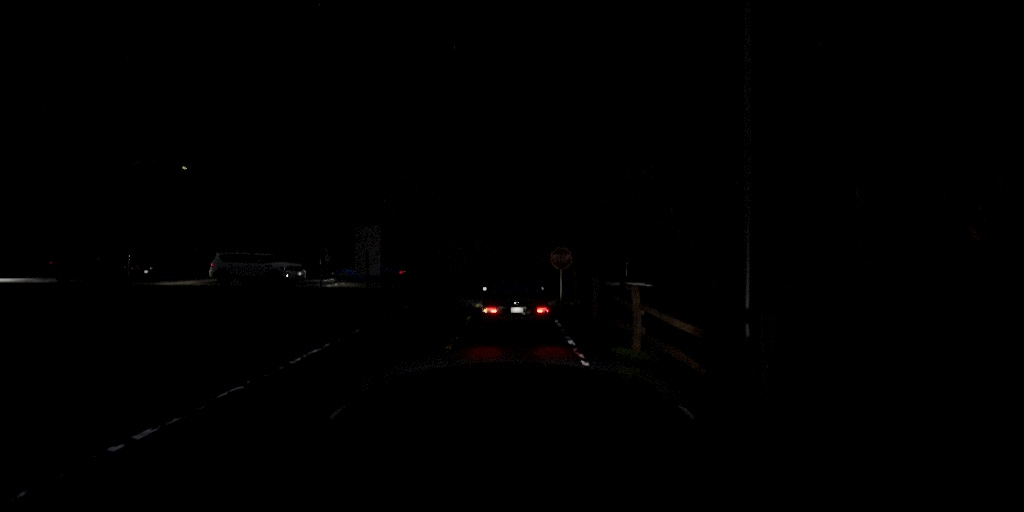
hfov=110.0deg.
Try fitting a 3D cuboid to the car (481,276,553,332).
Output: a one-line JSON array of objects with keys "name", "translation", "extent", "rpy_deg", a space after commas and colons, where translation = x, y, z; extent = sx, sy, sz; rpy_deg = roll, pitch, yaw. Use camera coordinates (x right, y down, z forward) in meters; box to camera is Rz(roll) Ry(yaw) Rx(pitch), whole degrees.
[{"name": "car", "translation": [0.065, 1.297, 10.808], "extent": [2.033, 1.411, 5.357], "rpy_deg": [0, 0, -1]}]

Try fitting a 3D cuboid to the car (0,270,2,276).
[{"name": "car", "translation": [-37.240, 0.872, 24.004], "extent": [4.181, 1.385, 1.994], "rpy_deg": [1, 0, 1]}]

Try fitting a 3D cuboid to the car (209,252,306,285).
[{"name": "car", "translation": [-16.805, 0.788, 23.789], "extent": [5.566, 2.045, 2.150], "rpy_deg": [1, 0, 1]}]

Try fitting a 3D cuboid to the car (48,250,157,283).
[{"name": "car", "translation": [-27.170, 0.658, 23.893], "extent": [5.566, 2.045, 2.150], "rpy_deg": [1, 0, -1]}]

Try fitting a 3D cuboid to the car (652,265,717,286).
[{"name": "car", "translation": [12.909, 1.414, 26.462], "extent": [4.892, 1.490, 1.837], "rpy_deg": [0, 0, 1]}]

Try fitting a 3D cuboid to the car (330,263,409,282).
[{"name": "car", "translation": [-10.484, 1.179, 26.688], "extent": [5.357, 1.411, 2.033], "rpy_deg": [1, 0, 1]}]
